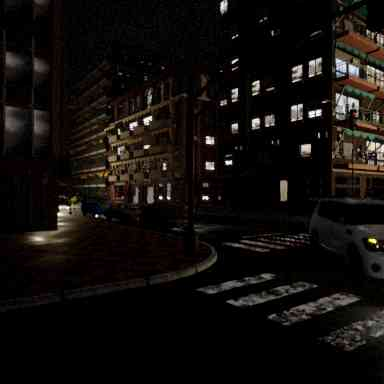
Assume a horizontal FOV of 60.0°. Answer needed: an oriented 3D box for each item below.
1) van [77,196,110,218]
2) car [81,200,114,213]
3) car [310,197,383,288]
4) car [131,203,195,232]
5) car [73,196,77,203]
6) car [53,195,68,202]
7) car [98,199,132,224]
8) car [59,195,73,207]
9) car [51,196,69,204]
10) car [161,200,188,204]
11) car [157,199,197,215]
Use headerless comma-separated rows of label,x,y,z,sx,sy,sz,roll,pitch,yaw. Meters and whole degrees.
van,-8.323,1.265,29.010,1.690,1.788,3.998,0,0,-36
car,-10.404,1.527,36.358,1.895,1.301,4.718,0,0,-36
car,5.024,1.195,9.486,2.150,2.045,5.566,2,0,5
car,-1.716,1.525,19.811,1.802,1.307,4.206,0,0,-36
car,-21.445,1.447,61.636,1.752,1.417,4.829,0,0,-36
car,-27.954,1.360,70.697,1.967,1.590,4.097,0,0,-36
car,-4.920,1.458,24.272,1.752,1.417,4.829,0,0,-36
car,-19.569,1.472,49.266,1.994,1.385,4.181,0,0,-36
car,-24.402,1.456,61.292,2.033,1.411,5.357,0,0,-35
car,-2.174,1.494,24.888,2.033,1.411,5.357,0,0,-36
car,-1.618,1.487,34.037,1.752,1.417,4.829,0,0,-36
